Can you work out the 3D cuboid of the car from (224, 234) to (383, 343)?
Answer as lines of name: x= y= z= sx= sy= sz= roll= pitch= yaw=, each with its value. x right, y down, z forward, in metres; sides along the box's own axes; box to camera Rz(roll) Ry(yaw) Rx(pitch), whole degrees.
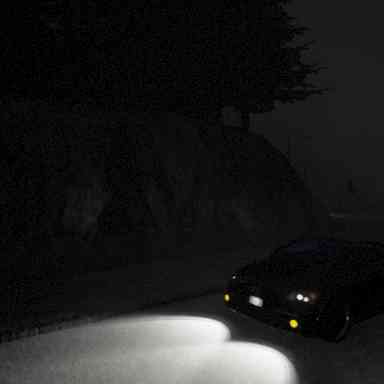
car: x=2.648 y=1.564 z=6.478 sx=4.181 sy=1.385 sz=1.994 roll=0 pitch=0 yaw=-35
